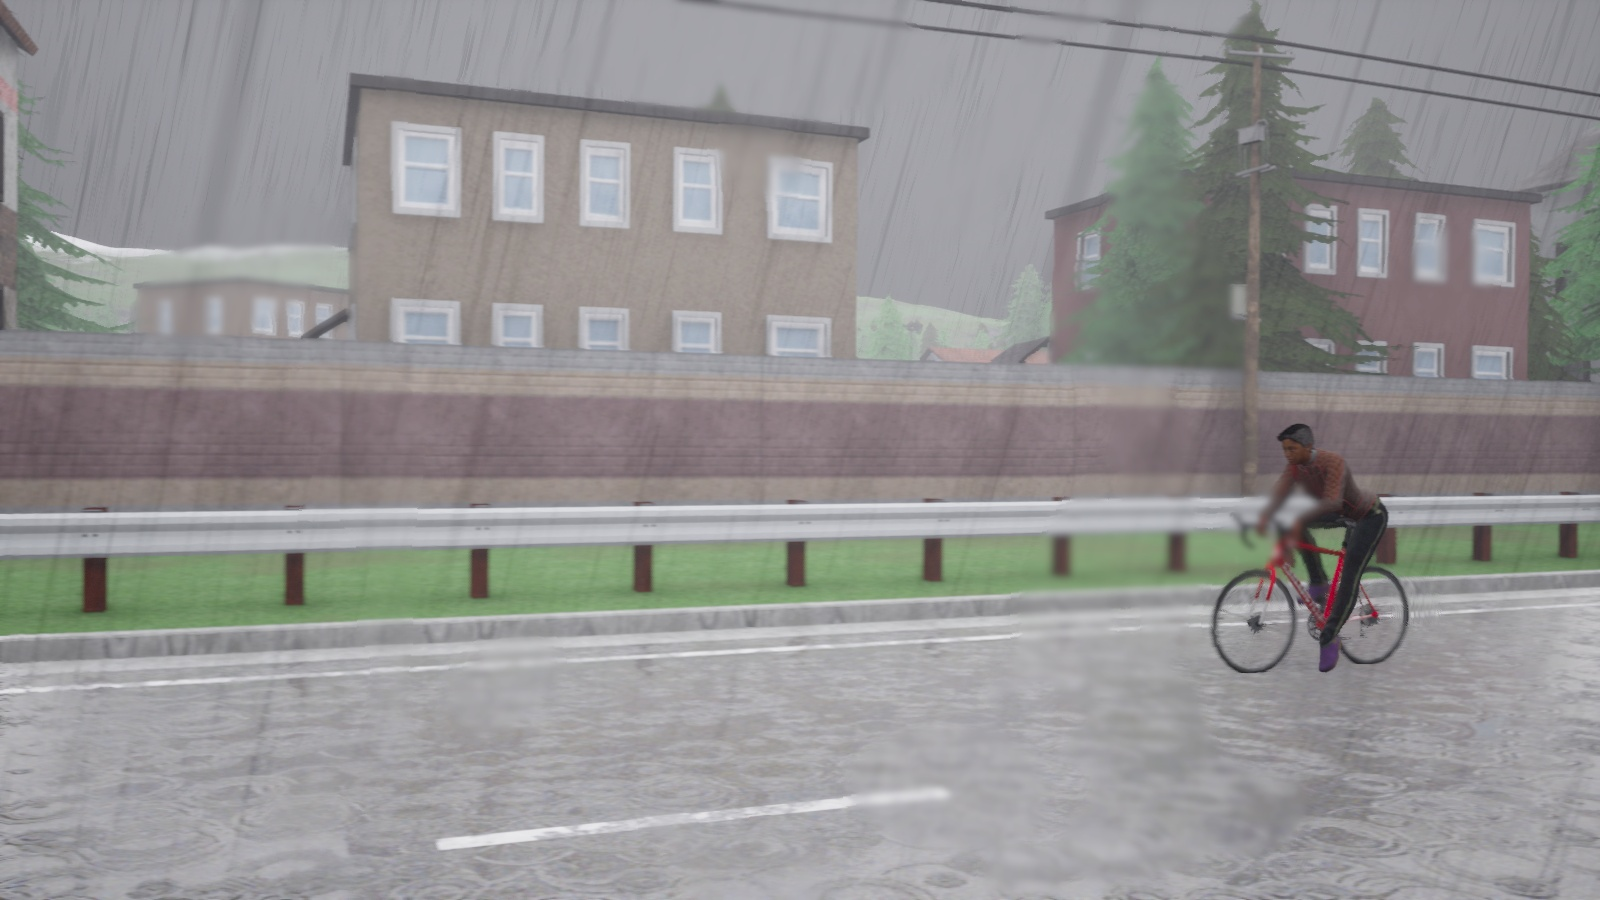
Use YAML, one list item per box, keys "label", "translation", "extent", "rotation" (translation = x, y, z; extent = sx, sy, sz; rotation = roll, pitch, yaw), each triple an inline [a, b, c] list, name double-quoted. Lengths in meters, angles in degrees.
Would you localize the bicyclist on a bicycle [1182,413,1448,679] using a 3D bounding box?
- label: "bicyclist on a bicycle"
  translation: [3.394, 0.579, 8.270]
  extent: [1.656, 1.620, 0.582]
  rotation: [-1, 1, -21]
